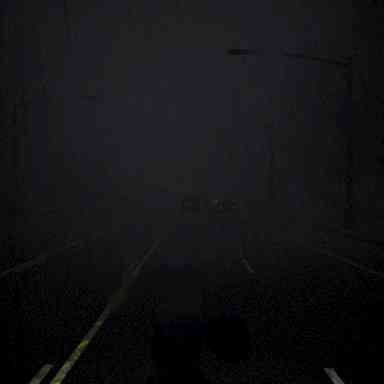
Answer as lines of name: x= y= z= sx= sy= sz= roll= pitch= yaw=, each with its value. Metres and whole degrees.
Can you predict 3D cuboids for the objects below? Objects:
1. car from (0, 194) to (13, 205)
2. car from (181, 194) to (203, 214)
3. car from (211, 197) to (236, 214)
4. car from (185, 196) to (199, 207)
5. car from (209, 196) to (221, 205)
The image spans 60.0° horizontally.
car: x=-25.973 y=0.950 z=44.888 sx=1.970 sy=1.475 sz=3.806 roll=0 pitch=2 yaw=0
car: x=0.003 y=1.237 z=35.562 sx=2.150 sy=2.045 sz=5.566 roll=0 pitch=1 yaw=0
car: x=3.503 y=1.564 z=35.537 sx=2.033 sy=1.411 sz=5.357 roll=0 pitch=1 yaw=0
car: x=0.011 y=1.339 z=46.842 sx=1.895 sy=1.301 sz=4.718 roll=0 pitch=2 yaw=0
car: x=3.511 y=1.264 z=46.849 sx=1.812 sy=1.442 sz=4.674 roll=0 pitch=2 yaw=0
